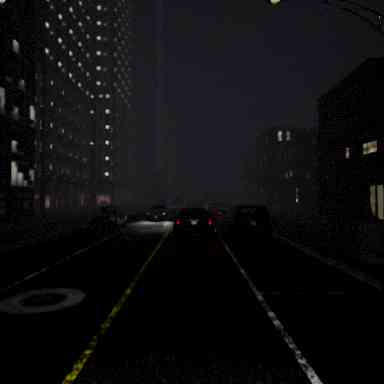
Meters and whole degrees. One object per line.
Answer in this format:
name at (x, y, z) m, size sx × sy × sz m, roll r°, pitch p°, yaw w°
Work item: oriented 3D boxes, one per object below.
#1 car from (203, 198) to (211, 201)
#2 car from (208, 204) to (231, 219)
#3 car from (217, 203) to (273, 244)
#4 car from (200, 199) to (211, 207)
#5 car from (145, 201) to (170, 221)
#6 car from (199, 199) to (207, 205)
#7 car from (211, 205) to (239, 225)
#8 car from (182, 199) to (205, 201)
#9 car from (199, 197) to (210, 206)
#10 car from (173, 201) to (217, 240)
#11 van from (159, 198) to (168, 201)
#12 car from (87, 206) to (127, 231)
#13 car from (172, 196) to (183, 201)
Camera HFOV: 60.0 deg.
car at (2.717, 2.058, 49.830) m, size 1.752 × 1.417 × 4.829 m, roll 1°, pitch -1°, yaw 0°
car at (2.712, 1.931, 33.625) m, size 1.947 × 1.339 × 4.313 m, roll 1°, pitch -1°, yaw 0°
car at (2.711, 1.504, 16.991) m, size 2.192 × 1.841 × 5.009 m, roll 1°, pitch -1°, yaw 0°
car at (2.723, 2.140, 66.093) m, size 1.967 × 1.590 × 4.097 m, roll 1°, pitch -1°, yaw 0°
car at (-3.090, 1.861, 30.837) m, size 1.812 × 1.442 × 4.674 m, roll 0°, pitch -1°, yaw 0°
car at (2.726, 2.430, 82.524) m, size 1.947 × 1.339 × 4.313 m, roll 1°, pitch -1°, yaw 0°
car at (2.711, 1.852, 28.080) m, size 1.887 × 1.381 × 4.507 m, roll 1°, pitch -1°, yaw 0°
car at (0.111, 1.894, 37.266) m, size 2.128 × 1.511 × 4.902 m, roll 0°, pitch -1°, yaw 0°
car at (2.727, 2.070, 71.573) m, size 2.192 × 1.841 × 5.009 m, roll 1°, pitch -1°, yaw 0°
car at (0.106, 1.555, 18.385) m, size 2.097 × 1.767 × 4.553 m, roll 0°, pitch -1°, yaw 0°
van at (-5.655, 2.041, 66.094) m, size 1.690 × 1.788 × 3.998 m, roll 1°, pitch -1°, yaw 0°
car at (-5.669, 1.689, 22.534) m, size 1.967 × 1.590 × 4.097 m, roll 1°, pitch -1°, yaw 0°
car at (-2.980, 1.952, 71.459) m, size 2.150 × 2.045 × 5.566 m, roll 0°, pitch -1°, yaw 0°
